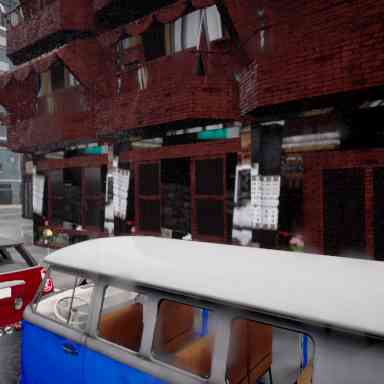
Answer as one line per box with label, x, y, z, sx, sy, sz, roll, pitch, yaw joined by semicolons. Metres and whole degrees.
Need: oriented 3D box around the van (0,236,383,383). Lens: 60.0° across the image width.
van;0.286;1.341;2.530;3.998;1.788;1.690;0;-1;35
